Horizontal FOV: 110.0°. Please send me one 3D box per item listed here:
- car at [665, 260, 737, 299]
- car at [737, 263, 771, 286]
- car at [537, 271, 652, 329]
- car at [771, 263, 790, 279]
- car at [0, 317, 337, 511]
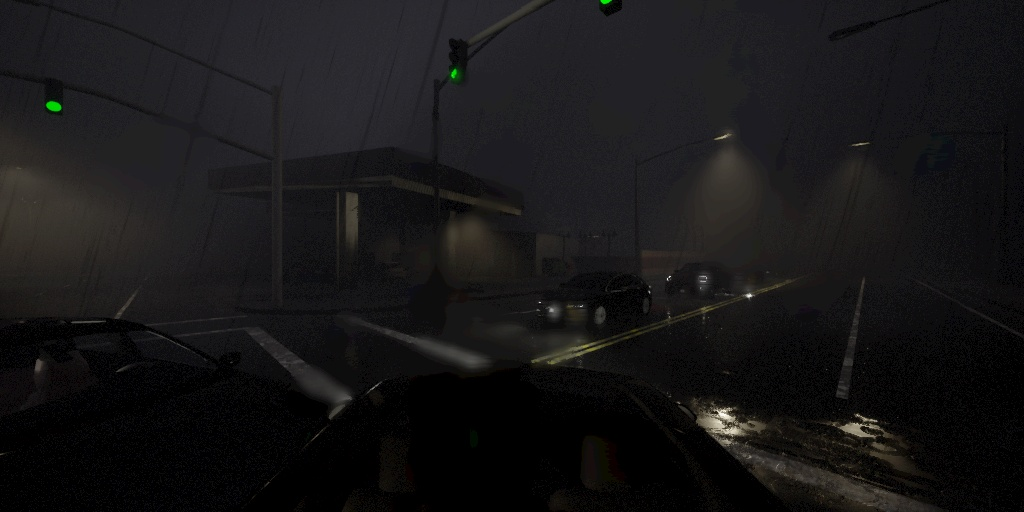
[{"bbox_3d":[9.630,1.102,18.395,2.097,1.767,4.553,0,0,45],"label":"car"},{"bbox_3d":[16.523,1.314,25.339,1.994,1.385,4.181,0,0,44],"label":"car"},{"bbox_3d":[2.825,1.255,11.516,1.837,1.490,4.892,0,0,44],"label":"car"},{"bbox_3d":[23.622,1.314,32.427,4.181,1.385,1.994,0,0,-45],"label":"car"},{"bbox_3d":[-3.433,1.242,2.467,4.902,1.511,2.128,0,0,15],"label":"car"}]
